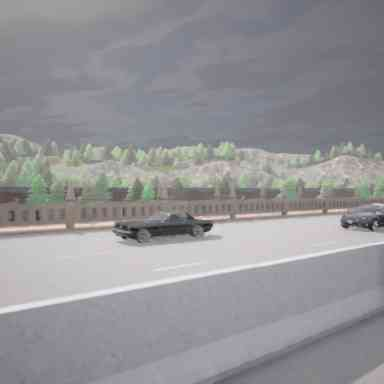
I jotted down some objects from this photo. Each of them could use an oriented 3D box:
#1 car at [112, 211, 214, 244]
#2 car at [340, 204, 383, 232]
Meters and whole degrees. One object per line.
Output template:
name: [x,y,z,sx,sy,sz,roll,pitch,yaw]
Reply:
car: [-1.334,1.602,15.939,4.718,1.301,1.895,0,0,-35]
car: [11.090,1.506,20.499,4.892,1.490,1.837,0,0,-35]
